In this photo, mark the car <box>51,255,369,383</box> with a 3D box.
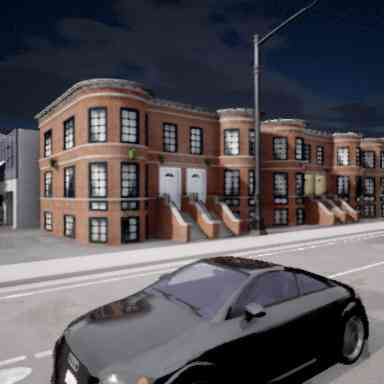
[{"bbox_3d":[0.459,1.602,4.329,4.181,1.385,1.994,0,-1,-36],"label":"car"}]
